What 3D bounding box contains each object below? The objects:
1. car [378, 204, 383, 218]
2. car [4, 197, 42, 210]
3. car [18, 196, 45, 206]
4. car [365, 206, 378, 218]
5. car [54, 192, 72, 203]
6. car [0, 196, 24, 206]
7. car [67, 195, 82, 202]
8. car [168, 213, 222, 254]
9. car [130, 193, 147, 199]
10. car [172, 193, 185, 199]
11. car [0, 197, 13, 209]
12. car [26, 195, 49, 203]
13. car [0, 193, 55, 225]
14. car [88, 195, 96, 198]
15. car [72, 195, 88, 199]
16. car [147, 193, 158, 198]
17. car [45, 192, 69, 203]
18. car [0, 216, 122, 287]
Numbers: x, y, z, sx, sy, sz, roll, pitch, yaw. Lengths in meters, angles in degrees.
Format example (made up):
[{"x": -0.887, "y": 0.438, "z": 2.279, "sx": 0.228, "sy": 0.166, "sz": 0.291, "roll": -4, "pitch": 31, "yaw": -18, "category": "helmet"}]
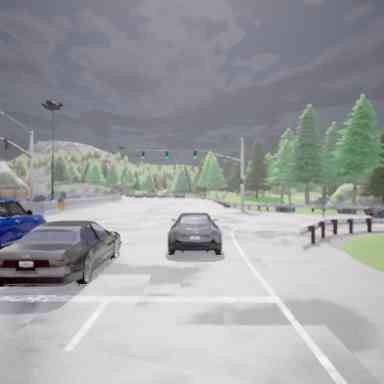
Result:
[{"x": 15.996, "y": 1.397, "z": 22.833, "sx": 4.902, "sy": 1.511, "sz": 2.128, "roll": 0, "pitch": 0, "yaw": 8, "category": "car"}, {"x": -21.068, "y": 1.366, "z": 41.696, "sx": 2.033, "sy": 1.411, "sz": 5.357, "roll": 0, "pitch": 0, "yaw": 0, "category": "car"}, {"x": -24.486, "y": 1.301, "z": 51.009, "sx": 1.812, "sy": 1.442, "sz": 4.674, "roll": 0, "pitch": 0, "yaw": 0, "category": "car"}, {"x": 16.108, "y": 1.454, "z": 26.353, "sx": 4.181, "sy": 1.385, "sz": 1.994, "roll": 0, "pitch": 0, "yaw": 8, "category": "car"}, {"x": -20.986, "y": 1.124, "z": 51.830, "sx": 2.097, "sy": 1.767, "sz": 4.553, "roll": 0, "pitch": 0, "yaw": 0, "category": "car"}, {"x": -27.986, "y": 1.376, "z": 51.072, "sx": 1.895, "sy": 1.301, "sz": 4.718, "roll": 0, "pitch": 0, "yaw": 0, "category": "car"}, {"x": -24.556, "y": 1.243, "z": 69.600, "sx": 1.994, "sy": 1.385, "sz": 4.181, "roll": 0, "pitch": 0, "yaw": -3, "category": "car"}, {"x": 0.103, "y": 1.519, "z": 13.293, "sx": 1.994, "sy": 1.385, "sz": 4.181, "roll": 0, "pitch": 0, "yaw": 0, "category": "car"}, {"x": -14.885, "y": 1.105, "z": 92.538, "sx": 2.128, "sy": 1.511, "sz": 4.902, "roll": 0, "pitch": 0, "yaw": -22, "category": "car"}, {"x": -3.410, "y": 1.146, "z": 90.894, "sx": 1.994, "sy": 1.385, "sz": 4.181, "roll": 0, "pitch": 0, "yaw": -18, "category": "car"}, {"x": -24.568, "y": 1.369, "z": 41.027, "sx": 2.033, "sy": 1.411, "sz": 5.357, "roll": 0, "pitch": 0, "yaw": 0, "category": "car"}, {"x": -27.984, "y": 1.237, "z": 60.352, "sx": 1.837, "sy": 1.490, "sz": 4.892, "roll": 0, "pitch": 0, "yaw": 0, "category": "car"}, {"x": -6.897, "y": 1.184, "z": 11.108, "sx": 2.150, "sy": 2.045, "sz": 5.566, "roll": 0, "pitch": 0, "yaw": 0, "category": "car"}, {"x": -21.038, "y": 1.288, "z": 69.020, "sx": 1.895, "sy": 1.301, "sz": 4.718, "roll": 0, "pitch": 0, "yaw": 0, "category": "car"}, {"x": -20.984, "y": 1.297, "z": 60.391, "sx": 1.994, "sy": 1.385, "sz": 4.181, "roll": 0, "pitch": 0, "yaw": 0, "category": "car"}, {"x": -11.706, "y": 1.098, "z": 94.035, "sx": 1.812, "sy": 1.442, "sz": 4.674, "roll": 0, "pitch": 0, "yaw": -22, "category": "car"}, {"x": -24.484, "y": 0.954, "z": 60.446, "sx": 2.150, "sy": 2.045, "sz": 5.566, "roll": 0, "pitch": 0, "yaw": 0, "category": "car"}, {"x": -3.399, "y": 1.517, "z": 9.350, "sx": 2.033, "sy": 1.411, "sz": 5.357, "roll": 0, "pitch": 0, "yaw": 0, "category": "car"}]
